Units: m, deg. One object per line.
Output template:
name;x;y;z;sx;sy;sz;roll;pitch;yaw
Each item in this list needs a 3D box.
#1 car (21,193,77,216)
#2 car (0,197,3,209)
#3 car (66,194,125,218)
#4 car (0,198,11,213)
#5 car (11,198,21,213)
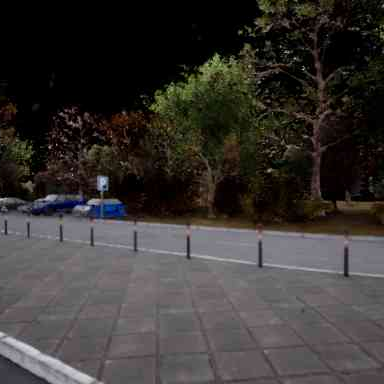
car;-12.619;1.164;31.652;2.435;2.045;5.566;0;0;35
car;-26.423;1.437;41.260;2.163;1.488;4.792;0;0;35
car;-7.884;1.278;28.336;2.185;1.767;4.553;1;0;35
car;-19.474;1.415;36.415;2.231;1.521;4.892;0;0;35
car;-14.821;1.417;33.216;2.231;1.521;4.892;0;0;35
